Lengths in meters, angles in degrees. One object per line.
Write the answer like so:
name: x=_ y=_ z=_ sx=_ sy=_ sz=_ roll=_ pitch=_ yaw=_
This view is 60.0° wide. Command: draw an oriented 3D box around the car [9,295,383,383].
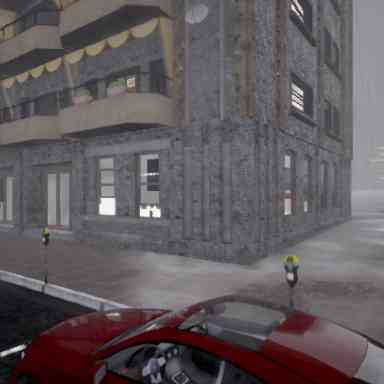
car: x=0.192 y=1.579 z=2.740 sx=4.206 sy=1.307 sz=1.802 roll=0 pitch=0 yaw=36
